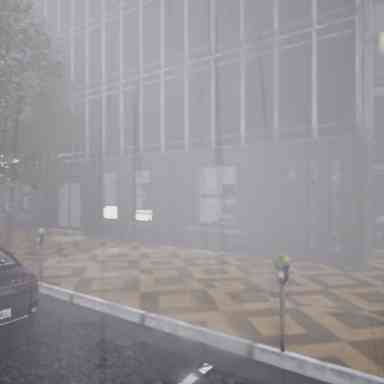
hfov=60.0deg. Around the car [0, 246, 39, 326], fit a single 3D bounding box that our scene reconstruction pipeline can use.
[{"bbox_3d":[-4.552,1.561,6.101,4.403,1.369,2.008,0,0,35],"label":"car"}]
